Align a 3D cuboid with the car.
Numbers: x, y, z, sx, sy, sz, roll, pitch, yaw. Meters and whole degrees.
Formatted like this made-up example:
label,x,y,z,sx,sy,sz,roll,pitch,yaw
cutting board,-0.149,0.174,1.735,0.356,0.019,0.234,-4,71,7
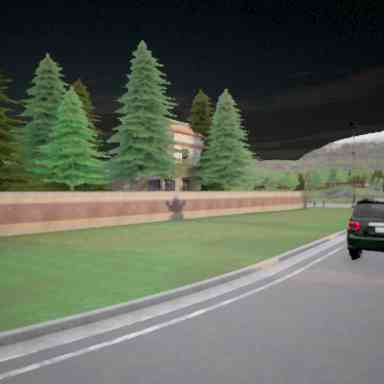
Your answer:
label,x,y,z,sx,sy,sz,roll,pitch,yaw
car,7.241,1.246,12.068,2.150,2.045,5.566,-1,-1,37
